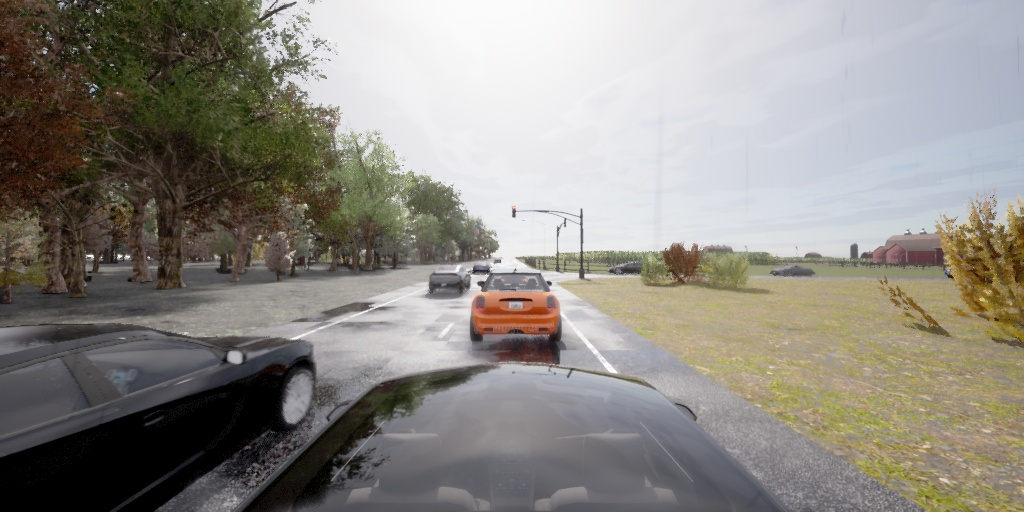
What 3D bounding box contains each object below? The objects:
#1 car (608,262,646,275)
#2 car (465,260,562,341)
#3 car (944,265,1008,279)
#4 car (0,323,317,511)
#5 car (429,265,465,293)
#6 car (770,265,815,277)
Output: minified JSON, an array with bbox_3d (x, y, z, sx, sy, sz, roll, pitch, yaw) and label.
[{"bbox_3d":[13.685,1.465,41.540,4.892,1.490,1.837,1,-1,2],"label":"car"},{"bbox_3d":[0.079,1.104,9.993,2.097,1.767,4.553,0,0,0],"label":"car"},{"bbox_3d":[48.883,1.772,37.669,4.902,1.511,2.128,1,-1,1],"label":"car"},{"bbox_3d":[-3.400,1.228,2.547,1.882,1.535,5.008,0,0,0],"label":"car"},{"bbox_3d":[-3.450,1.246,20.531,2.128,1.511,4.902,0,0,0],"label":"car"},{"bbox_3d":[32.248,1.723,41.324,4.181,1.385,1.994,1,-1,0],"label":"car"}]
